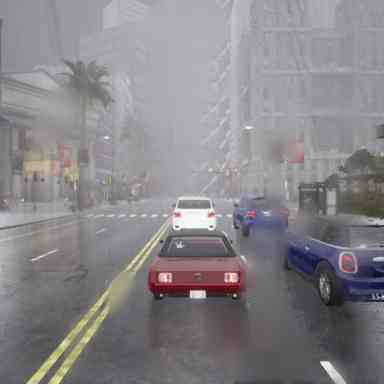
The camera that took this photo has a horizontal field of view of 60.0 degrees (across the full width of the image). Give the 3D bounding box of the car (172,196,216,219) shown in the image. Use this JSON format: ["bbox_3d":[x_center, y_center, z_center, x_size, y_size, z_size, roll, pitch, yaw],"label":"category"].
[{"bbox_3d":[0.107,1.221,18.123,2.150,2.045,5.566,0,0,0],"label":"car"}]

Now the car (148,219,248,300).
[{"bbox_3d":[0.109,1.601,8.356,1.895,1.301,4.718,0,0,0],"label":"car"}]

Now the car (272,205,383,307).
[{"bbox_3d":[3.621,1.352,8.113,2.097,1.767,4.553,0,0,0],"label":"car"}]

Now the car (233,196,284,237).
[{"bbox_3d":[3.607,1.221,18.265,2.150,2.045,5.566,0,0,0],"label":"car"}]
